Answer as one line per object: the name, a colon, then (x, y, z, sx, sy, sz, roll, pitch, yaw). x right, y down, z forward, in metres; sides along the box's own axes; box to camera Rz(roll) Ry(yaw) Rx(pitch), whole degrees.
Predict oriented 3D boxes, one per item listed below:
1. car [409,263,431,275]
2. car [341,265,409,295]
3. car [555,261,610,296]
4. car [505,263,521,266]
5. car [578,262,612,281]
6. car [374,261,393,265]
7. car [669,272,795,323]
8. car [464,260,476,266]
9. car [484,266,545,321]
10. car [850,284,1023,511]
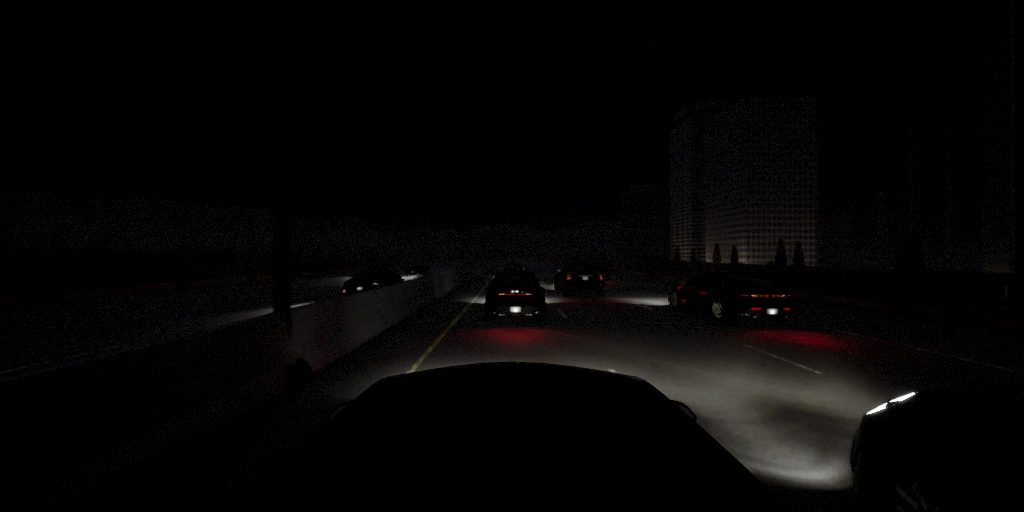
car: (-10.598, 1.396, 40.451, 1.895, 1.301, 4.718, 0, 0, 0)
car: (-7.100, 1.327, 18.642, 1.994, 1.385, 4.181, 0, 0, 0)
car: (3.597, 1.118, 19.715, 2.097, 1.767, 4.553, 0, 0, 0)
car: (0.096, 1.329, 30.942, 2.033, 1.411, 5.357, 0, 0, 0)
car: (7.096, 1.288, 31.160, 1.837, 1.490, 4.892, 0, 0, 0)
car: (-14.094, 1.297, 38.626, 1.837, 1.490, 4.892, 0, 0, 0)
car: (7.098, 1.263, 12.190, 1.837, 1.490, 4.892, 0, 0, 0)
car: (-7.062, 1.354, 61.375, 1.812, 1.442, 4.674, 0, 0, 0)
car: (0.099, 1.262, 12.542, 1.837, 1.490, 4.892, 0, 0, 0)
car: (3.599, 1.103, 0.783, 2.097, 1.767, 4.553, 0, 0, 0)
